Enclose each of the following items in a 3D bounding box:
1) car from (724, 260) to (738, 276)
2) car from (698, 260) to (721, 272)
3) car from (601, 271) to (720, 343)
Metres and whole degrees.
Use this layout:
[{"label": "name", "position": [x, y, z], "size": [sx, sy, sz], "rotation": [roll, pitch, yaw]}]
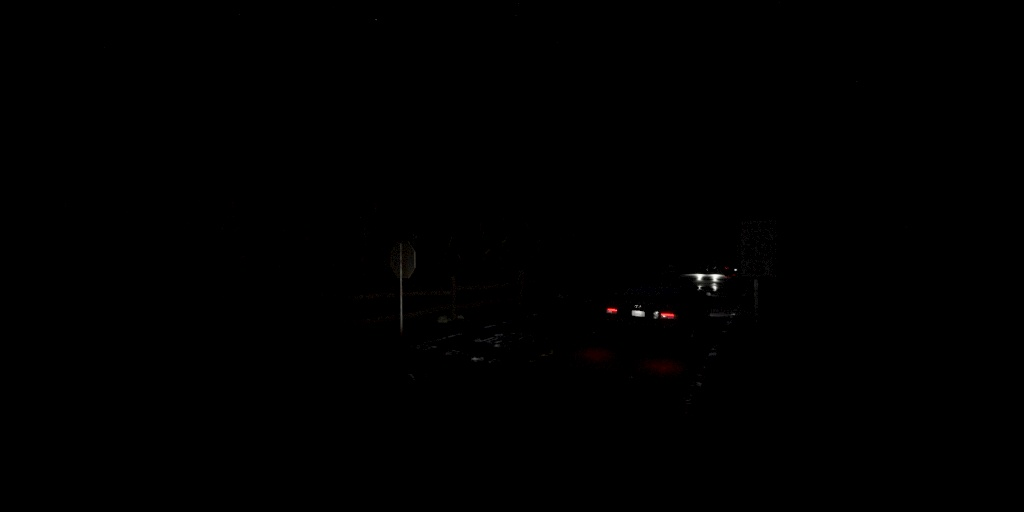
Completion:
[{"label": "car", "position": [22.188, 1.265, 35.343], "size": [1.994, 1.385, 4.181], "rotation": [0, 0, 36]}, {"label": "car", "position": [22.178, 1.197, 40.195], "size": [1.837, 1.490, 4.892], "rotation": [0, 0, 35]}, {"label": "car", "position": [4.178, 1.291, 9.820], "size": [2.033, 1.411, 5.357], "rotation": [0, 0, 35]}]
